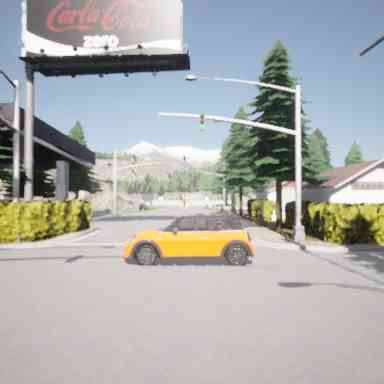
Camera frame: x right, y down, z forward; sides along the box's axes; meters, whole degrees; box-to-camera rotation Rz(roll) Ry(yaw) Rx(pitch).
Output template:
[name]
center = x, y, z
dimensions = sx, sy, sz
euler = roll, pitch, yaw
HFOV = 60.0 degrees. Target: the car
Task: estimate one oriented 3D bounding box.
[car]
center = -0.121, 1.613, 12.048
dimensions = 4.553, 1.767, 2.097
euler = 0, -2, 0
